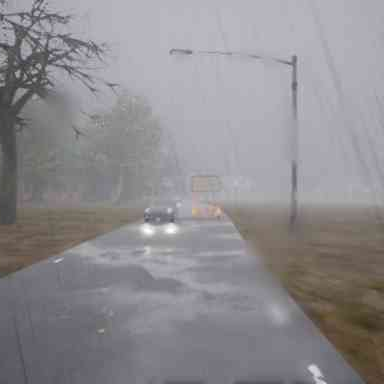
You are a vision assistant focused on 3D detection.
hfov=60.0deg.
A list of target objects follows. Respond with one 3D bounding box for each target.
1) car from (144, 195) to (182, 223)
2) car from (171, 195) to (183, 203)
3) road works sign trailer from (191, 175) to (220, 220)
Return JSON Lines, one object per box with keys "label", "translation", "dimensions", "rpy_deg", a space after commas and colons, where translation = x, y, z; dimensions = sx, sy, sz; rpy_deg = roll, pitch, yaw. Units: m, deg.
{"label": "car", "translation": [-2.198, 1.273, 24.891], "dimensions": [2.097, 1.767, 4.553], "rpy_deg": [0, 0, 3]}
{"label": "car", "translation": [-2.977, 1.316, 66.014], "dimensions": [2.128, 1.511, 4.902], "rpy_deg": [0, 0, -5]}
{"label": "road works sign trailer", "translation": [1.148, 0.385, 27.529], "dimensions": [2.380, 3.560, 2.880], "rpy_deg": [0, 0, 2]}
